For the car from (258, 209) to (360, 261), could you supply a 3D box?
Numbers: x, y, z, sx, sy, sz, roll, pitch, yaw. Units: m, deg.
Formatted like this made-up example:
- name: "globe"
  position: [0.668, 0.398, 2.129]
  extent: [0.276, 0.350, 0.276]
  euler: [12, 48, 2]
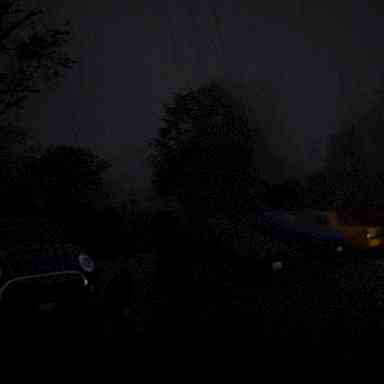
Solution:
- name: "car"
  position: [3.080, 1.478, 12.258]
  extent: [2.097, 1.535, 5.008]
  euler: [0, 0, -35]

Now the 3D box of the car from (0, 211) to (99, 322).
- name: "car"
  position: [-3.739, 1.354, 7.430]
  extent: [2.185, 1.767, 4.553]
  euler: [0, 0, -35]

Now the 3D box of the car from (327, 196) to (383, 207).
- name: "car"
  position: [7.500, 1.224, 15.437]
  extent: [2.435, 2.045, 5.566]
  euler: [0, 0, -35]

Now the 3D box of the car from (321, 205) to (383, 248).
- name: "car"
  position: [5.142, 1.473, 13.949]
  extent: [1.946, 1.575, 5.366]
  euler: [0, 0, -35]

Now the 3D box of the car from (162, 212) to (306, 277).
- name: "car"
  position: [0.832, 1.508, 10.612]
  extent: [2.163, 1.488, 4.792]
  euler: [0, 0, -35]
